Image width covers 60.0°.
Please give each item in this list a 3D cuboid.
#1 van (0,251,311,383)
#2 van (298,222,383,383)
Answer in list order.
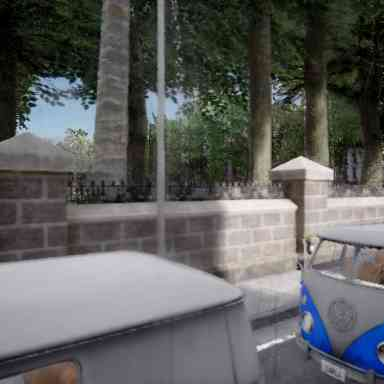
[{"bbox_3d":[-1.489,1.316,1.400,3.998,1.788,1.690,0,1,-34],"label":"van"},{"bbox_3d":[3.182,1.302,4.592,3.998,1.788,1.690,0,1,-34],"label":"van"}]
